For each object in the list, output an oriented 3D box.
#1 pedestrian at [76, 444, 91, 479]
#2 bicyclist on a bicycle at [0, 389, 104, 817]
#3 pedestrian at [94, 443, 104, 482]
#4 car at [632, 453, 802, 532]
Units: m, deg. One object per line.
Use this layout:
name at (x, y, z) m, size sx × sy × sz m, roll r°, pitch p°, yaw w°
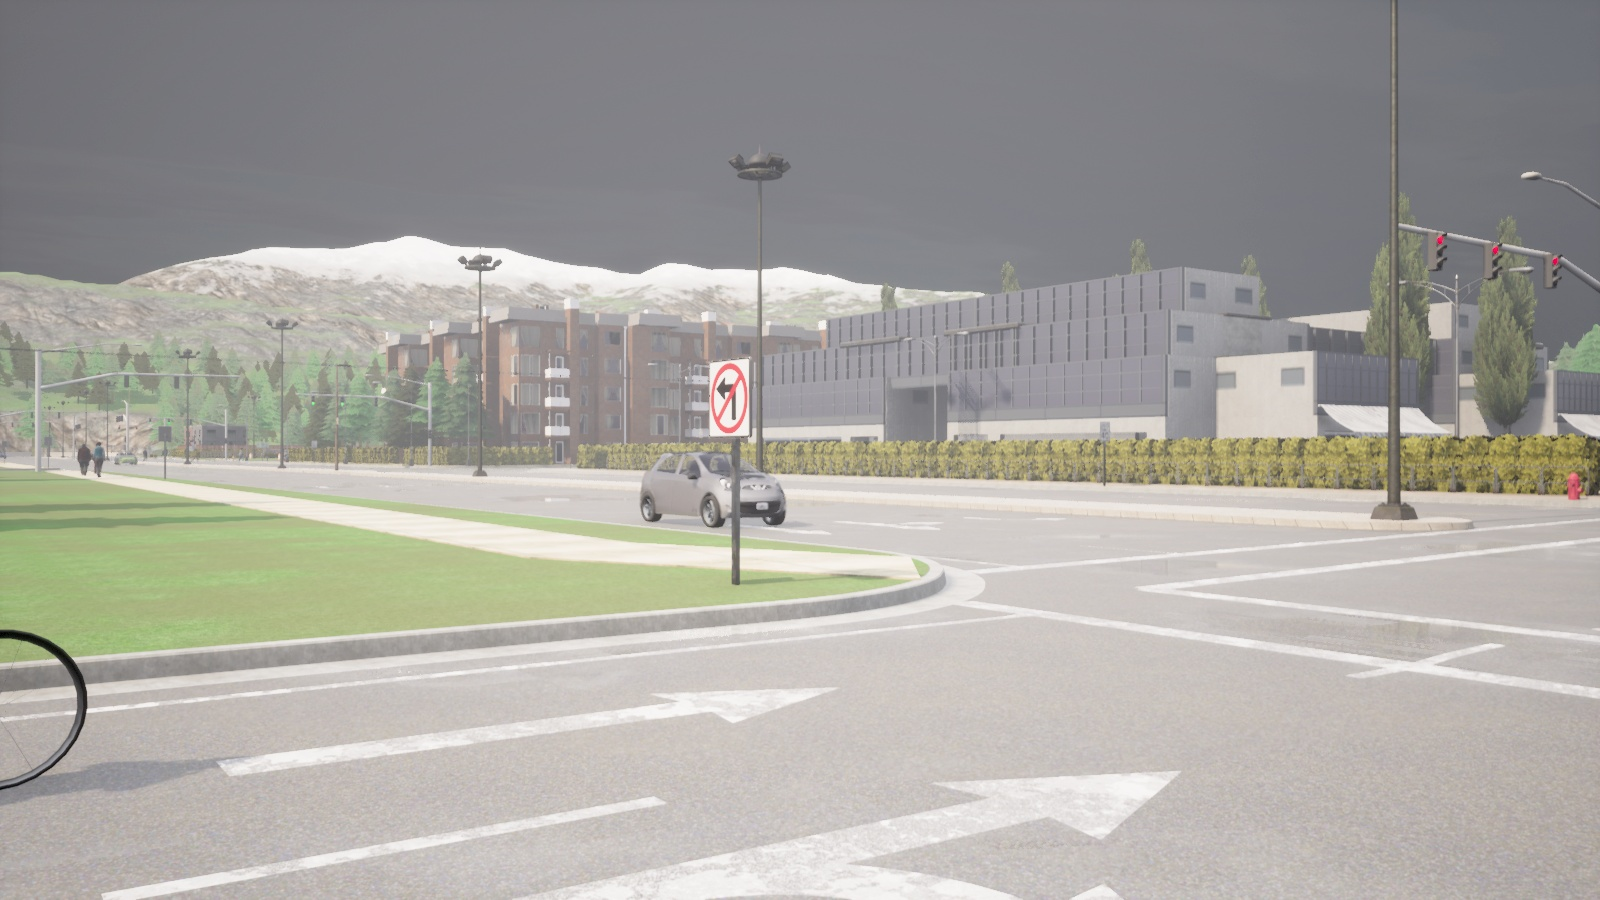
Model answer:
pedestrian at (-38.703, 0.625, 67.836) m, size 0.634 × 1.844 × 0.899 m, roll 0°, pitch 0°, yaw -34°
bicyclist on a bicycle at (-3.959, 0.637, 5.169) m, size 1.843 × 1.776 × 0.659 m, roll 0°, pitch 0°, yaw -35°
pedestrian at (-35.012, 0.605, 62.745) m, size 0.396 × 1.930 × 0.692 m, roll 0°, pitch 0°, yaw -32°
car at (-1.774, 0.814, 25.862) m, size 1.845 × 1.501 × 3.633 m, roll 0°, pitch 0°, yaw -36°
